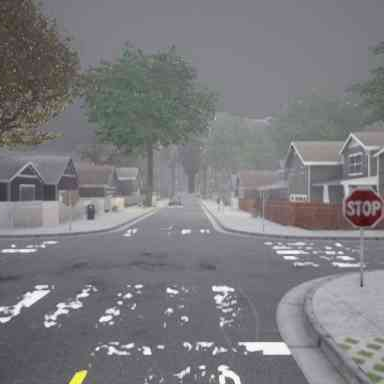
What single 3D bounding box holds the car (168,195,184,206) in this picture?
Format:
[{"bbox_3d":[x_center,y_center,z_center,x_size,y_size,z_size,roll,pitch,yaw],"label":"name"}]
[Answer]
[{"bbox_3d":[-2.707,1.552,53.548,1.994,1.385,4.181,0,0,0],"label":"car"}]
